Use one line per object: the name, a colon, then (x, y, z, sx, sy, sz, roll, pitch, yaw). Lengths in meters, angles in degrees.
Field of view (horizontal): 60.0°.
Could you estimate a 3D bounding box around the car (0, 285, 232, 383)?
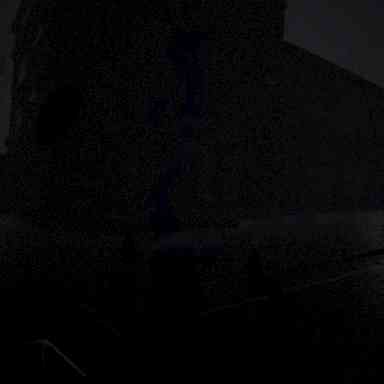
car: (-2.035, 1.600, 2.541, 4.718, 1.301, 1.895, 0, 0, -36)
